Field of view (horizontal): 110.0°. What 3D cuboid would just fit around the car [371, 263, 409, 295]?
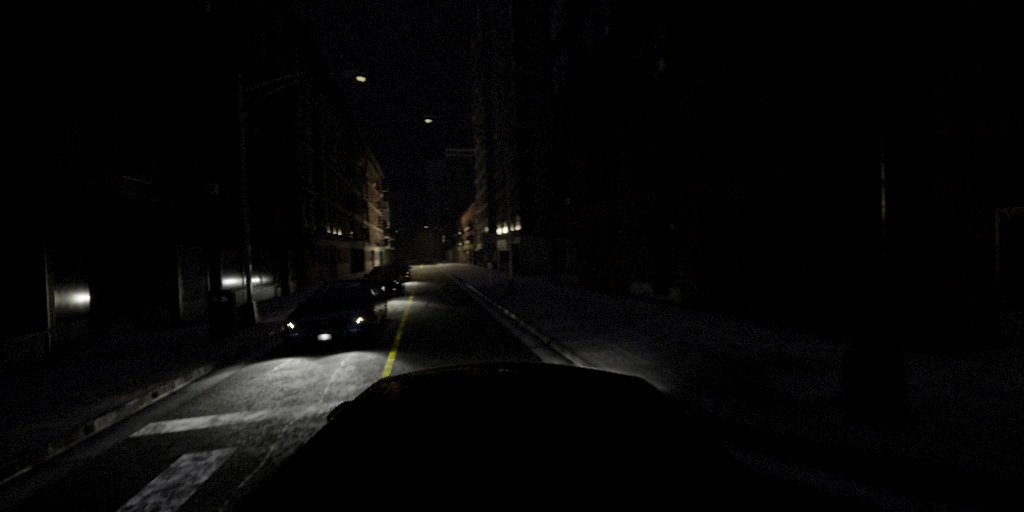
[{"bbox_3d":[-7.065,1.297,20.118,1.882,1.535,5.008,-2,1,-13],"label":"car"}]

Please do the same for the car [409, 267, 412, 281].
[{"bbox_3d":[-9.497,1.318,30.248,1.837,1.490,4.892,-2,1,-13],"label":"car"}]

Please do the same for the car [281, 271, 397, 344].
[{"bbox_3d":[-4.721,1.377,10.399,2.033,1.411,5.357,-2,1,-14],"label":"car"}]
